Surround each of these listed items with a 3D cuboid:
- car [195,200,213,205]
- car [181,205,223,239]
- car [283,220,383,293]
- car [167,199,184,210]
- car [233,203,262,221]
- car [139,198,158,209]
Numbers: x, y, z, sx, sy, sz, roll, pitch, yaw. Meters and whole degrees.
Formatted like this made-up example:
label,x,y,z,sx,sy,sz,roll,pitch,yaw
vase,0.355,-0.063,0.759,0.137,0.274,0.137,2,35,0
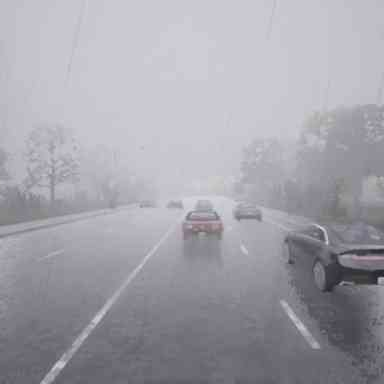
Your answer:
label,x,y,z,sx,sy,sz,roll,pitch,yaw
car,1.237,1.539,35.074,2.033,1.411,5.357,0,0,2
car,0.553,1.597,17.233,1.895,1.301,4.718,0,0,2
car,3.793,1.496,8.822,2.128,1.511,4.902,0,0,1
car,-2.143,1.583,43.083,1.895,1.301,4.718,0,0,2
car,4.431,1.563,27.107,1.994,1.385,4.181,0,0,2
car,-5.612,1.540,43.801,1.994,1.385,4.181,0,0,2
